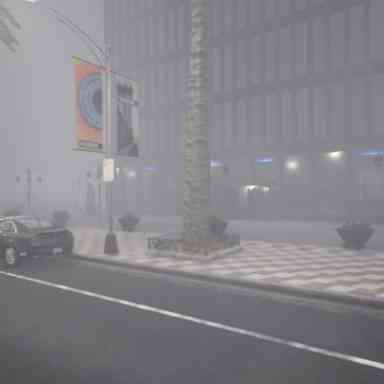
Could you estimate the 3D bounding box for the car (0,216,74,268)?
[{"bbox_3d":[-6.224,1.596,11.801,4.892,1.521,2.231,-1,0,34],"label":"car"}]
